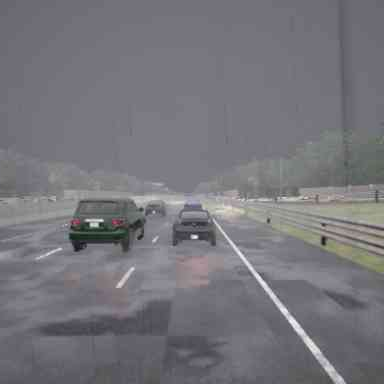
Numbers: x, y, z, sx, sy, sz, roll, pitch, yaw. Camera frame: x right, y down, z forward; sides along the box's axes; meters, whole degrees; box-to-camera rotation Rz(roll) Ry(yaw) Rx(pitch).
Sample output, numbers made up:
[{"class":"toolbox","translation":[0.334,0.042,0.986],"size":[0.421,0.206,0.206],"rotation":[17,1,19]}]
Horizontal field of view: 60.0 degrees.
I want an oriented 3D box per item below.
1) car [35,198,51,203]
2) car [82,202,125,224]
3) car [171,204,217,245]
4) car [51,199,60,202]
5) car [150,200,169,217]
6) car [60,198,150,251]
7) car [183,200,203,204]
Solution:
[{"class":"car","translation":[-24.544,1.709,55.590],"size":[1.994,1.385,4.181],"rotation":[0,0,1]},{"class":"car","translation":[-6.899,1.595,26.632],"size":[2.033,1.411,5.357],"rotation":[0,0,0]},{"class":"car","translation":[0.101,1.528,15.572],"size":[1.837,1.490,4.892],"rotation":[0,0,0]},{"class":"car","translation":[-21.036,1.693,55.566],"size":[2.033,1.411,5.357],"rotation":[0,0,1]},{"class":"car","translation":[-3.399,1.567,32.309],"size":[1.837,1.490,4.892],"rotation":[0,0,0]},{"class":"car","translation":[-3.388,1.243,14.289],"size":[2.150,2.045,5.566],"rotation":[0,0,0]},{"class":"car","translation":[0.101,1.544,33.846],"size":[1.882,1.535,5.008],"rotation":[0,0,0]}]
